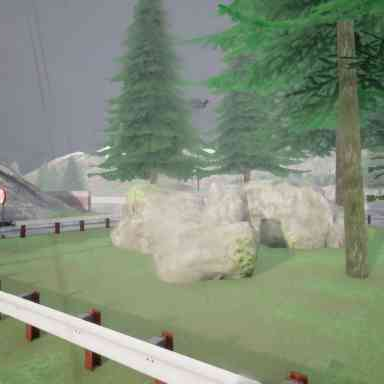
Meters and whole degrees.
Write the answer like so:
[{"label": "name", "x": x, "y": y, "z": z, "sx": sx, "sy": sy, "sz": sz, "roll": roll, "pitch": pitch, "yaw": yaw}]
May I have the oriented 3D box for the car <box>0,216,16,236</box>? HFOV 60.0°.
[{"label": "car", "x": -10.807, "y": 1.358, "z": 15.605, "sx": 5.357, "sy": 1.411, "sz": 2.033, "roll": 0, "pitch": 0, "yaw": 22}]
